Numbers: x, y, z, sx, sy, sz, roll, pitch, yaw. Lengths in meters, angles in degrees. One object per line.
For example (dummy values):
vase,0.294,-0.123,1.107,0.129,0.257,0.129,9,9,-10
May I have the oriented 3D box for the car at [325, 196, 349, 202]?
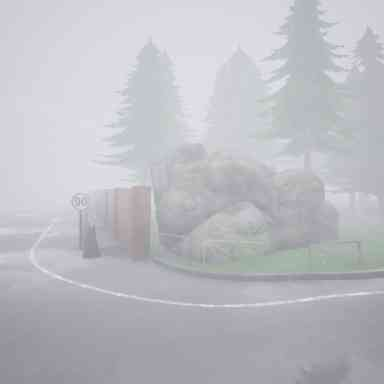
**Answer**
car,24.622,1.190,56.983,2.150,2.045,5.566,0,0,-11
